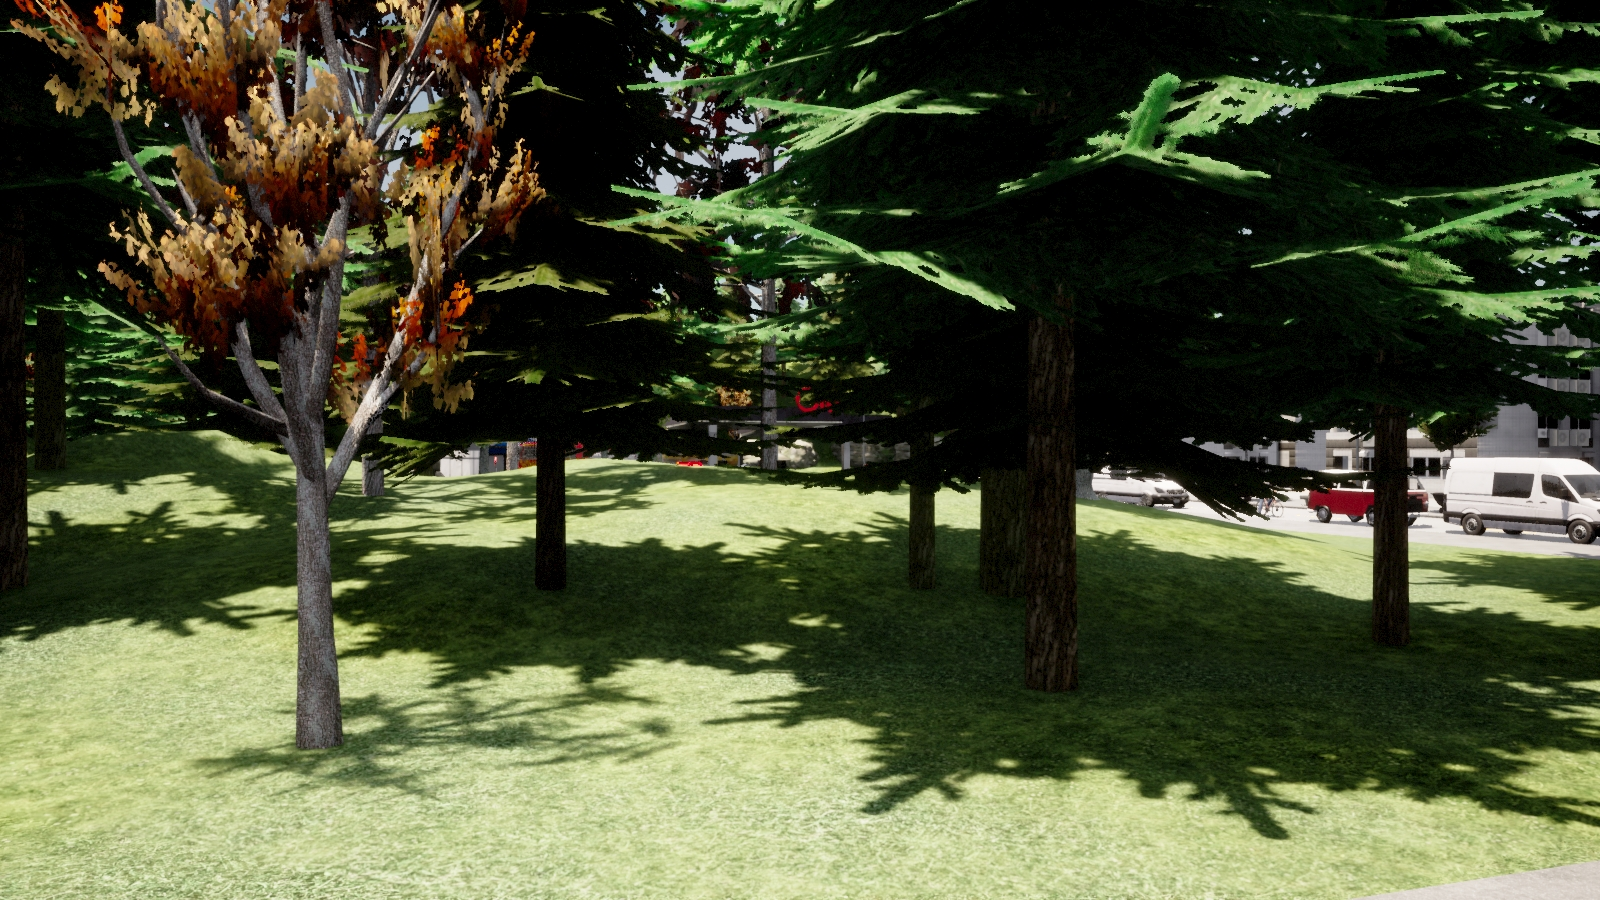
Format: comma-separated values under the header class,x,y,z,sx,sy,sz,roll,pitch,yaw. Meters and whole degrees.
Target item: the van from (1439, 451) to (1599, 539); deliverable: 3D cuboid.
class,x,y,z,sx,sy,sz,roll,pitch,yaw
van,23.412,1.314,36.018,1.988,2.561,5.915,0,0,-18
